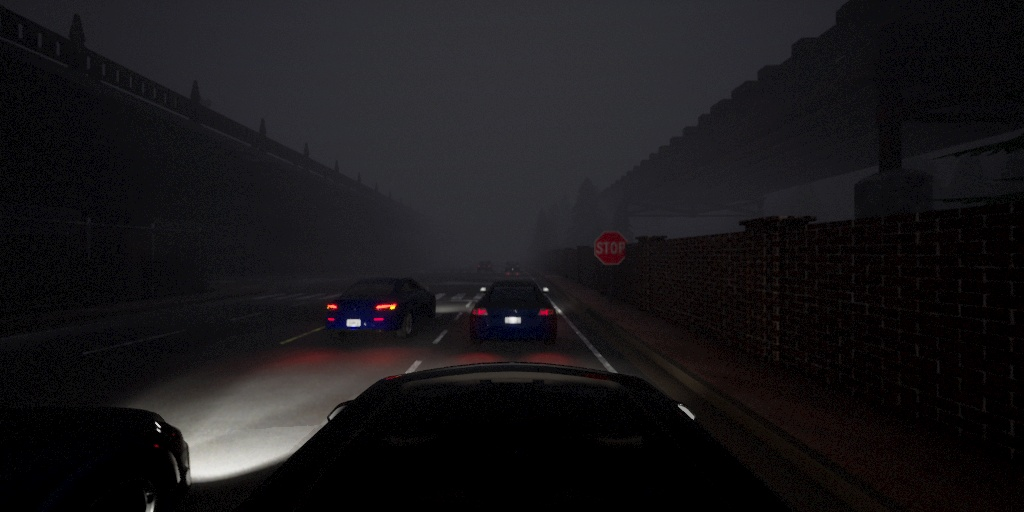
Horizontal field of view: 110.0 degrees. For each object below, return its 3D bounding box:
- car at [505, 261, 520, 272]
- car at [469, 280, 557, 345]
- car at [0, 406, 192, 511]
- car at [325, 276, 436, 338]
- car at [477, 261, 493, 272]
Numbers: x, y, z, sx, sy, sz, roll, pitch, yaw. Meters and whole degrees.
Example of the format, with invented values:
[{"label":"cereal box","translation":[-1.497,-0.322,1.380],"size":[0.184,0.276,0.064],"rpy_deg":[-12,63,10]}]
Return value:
[{"label":"car","translation":[0.065,1.347,46.231],"size":[1.895,1.301,4.718],"rpy_deg":[0,0,-1]},{"label":"car","translation":[0.062,1.313,9.511],"size":[1.994,1.385,4.181],"rpy_deg":[0,0,1]},{"label":"car","translation":[-3.399,1.314,0.935],"size":[1.994,1.385,4.181],"rpy_deg":[0,0,0]},{"label":"car","translation":[-3.420,1.275,10.031],"size":[1.812,1.442,4.674],"rpy_deg":[0,0,0]},{"label":"car","translation":[-3.429,1.293,46.034],"size":[2.033,1.411,5.357],"rpy_deg":[0,0,-1]}]
